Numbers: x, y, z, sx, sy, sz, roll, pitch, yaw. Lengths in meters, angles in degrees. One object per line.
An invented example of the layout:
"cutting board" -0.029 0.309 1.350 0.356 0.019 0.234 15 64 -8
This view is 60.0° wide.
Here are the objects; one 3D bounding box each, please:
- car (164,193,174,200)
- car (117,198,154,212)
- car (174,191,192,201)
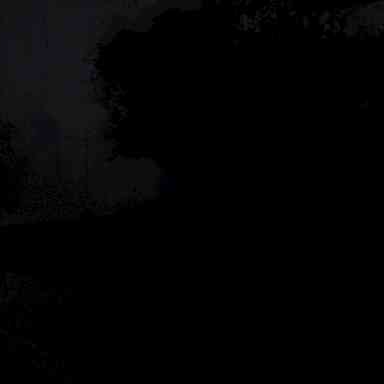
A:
"car" -3.185 0.801 61.432 1.994 1.385 4.181 -1 2 39
"car" -6.753 1.452 40.237 1.882 1.535 5.008 -1 1 39
"car" -0.406 0.692 59.299 1.837 1.490 4.892 -1 2 39
